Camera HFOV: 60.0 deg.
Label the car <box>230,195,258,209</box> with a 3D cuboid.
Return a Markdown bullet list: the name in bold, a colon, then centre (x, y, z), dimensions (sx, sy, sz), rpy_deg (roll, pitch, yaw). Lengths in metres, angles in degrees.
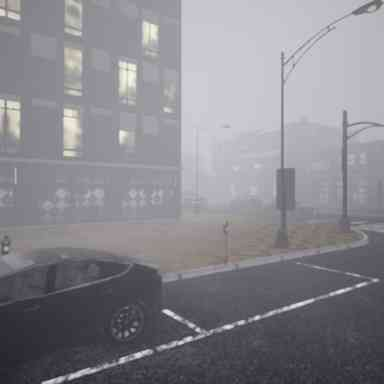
- **car**: centre (6.272, 1.090, 38.863), dimensions (1.967, 1.590, 4.097), rpy_deg (1, 0, -36)

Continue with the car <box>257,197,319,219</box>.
- **car**: centre (7.888, 1.287, 26.861), dimensions (1.812, 1.442, 4.674), rpy_deg (0, 1, -36)

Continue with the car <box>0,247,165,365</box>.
- **car**: centre (-2.447, 1.565, 4.809), dimensions (4.313, 1.339, 1.947), rpy_deg (0, 0, -35)

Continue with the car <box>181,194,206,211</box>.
- **car**: centre (-0.486, 1.203, 33.904), dimensions (1.802, 1.307, 4.206), rpy_deg (1, 0, -36)

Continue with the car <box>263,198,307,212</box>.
- **car**: centre (9.552, 1.301, 34.391), dimensions (1.802, 1.307, 4.206), rpy_deg (1, 0, -36)

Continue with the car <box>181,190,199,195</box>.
- **car**: centre (-0.671, 0.805, 38.522), dimensions (2.150, 2.045, 5.566), rpy_deg (0, 0, -36)
